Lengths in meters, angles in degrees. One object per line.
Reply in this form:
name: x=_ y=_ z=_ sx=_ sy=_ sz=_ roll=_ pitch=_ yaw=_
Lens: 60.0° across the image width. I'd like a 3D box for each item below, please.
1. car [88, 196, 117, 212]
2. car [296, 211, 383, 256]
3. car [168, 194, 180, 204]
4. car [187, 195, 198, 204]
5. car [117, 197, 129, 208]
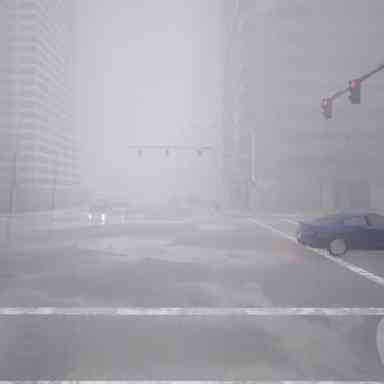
car: x=-10.632 y=1.505 z=39.367 sx=1.837 sy=1.490 sz=4.892 roll=0 pitch=0 yaw=0
car: x=6.512 y=1.478 z=12.483 sx=5.008 sy=1.535 sz=1.882 roll=0 pitch=0 yaw=0
car: x=-3.454 y=1.352 z=63.494 sx=2.097 sy=1.767 sz=4.553 roll=0 pitch=0 yaw=0
car: x=0.050 y=1.352 z=63.498 sx=2.097 sy=1.767 sz=4.553 roll=0 pitch=0 yaw=0
car: x=-10.630 y=1.526 z=49.627 sx=1.812 sy=1.442 sz=4.674 roll=0 pitch=0 yaw=0
